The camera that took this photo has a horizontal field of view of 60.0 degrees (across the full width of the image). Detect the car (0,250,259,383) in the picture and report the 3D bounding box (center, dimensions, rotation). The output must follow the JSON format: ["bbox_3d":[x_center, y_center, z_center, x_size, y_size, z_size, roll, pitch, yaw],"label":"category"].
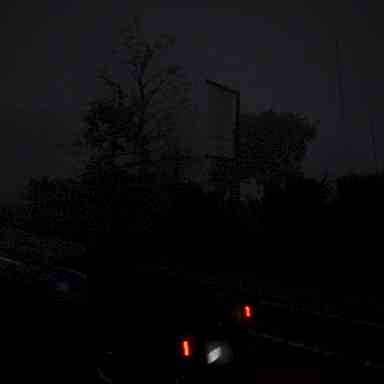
[{"bbox_3d":[-1.488,1.607,5.244,4.718,1.301,1.895,0,0,38],"label":"car"}]
